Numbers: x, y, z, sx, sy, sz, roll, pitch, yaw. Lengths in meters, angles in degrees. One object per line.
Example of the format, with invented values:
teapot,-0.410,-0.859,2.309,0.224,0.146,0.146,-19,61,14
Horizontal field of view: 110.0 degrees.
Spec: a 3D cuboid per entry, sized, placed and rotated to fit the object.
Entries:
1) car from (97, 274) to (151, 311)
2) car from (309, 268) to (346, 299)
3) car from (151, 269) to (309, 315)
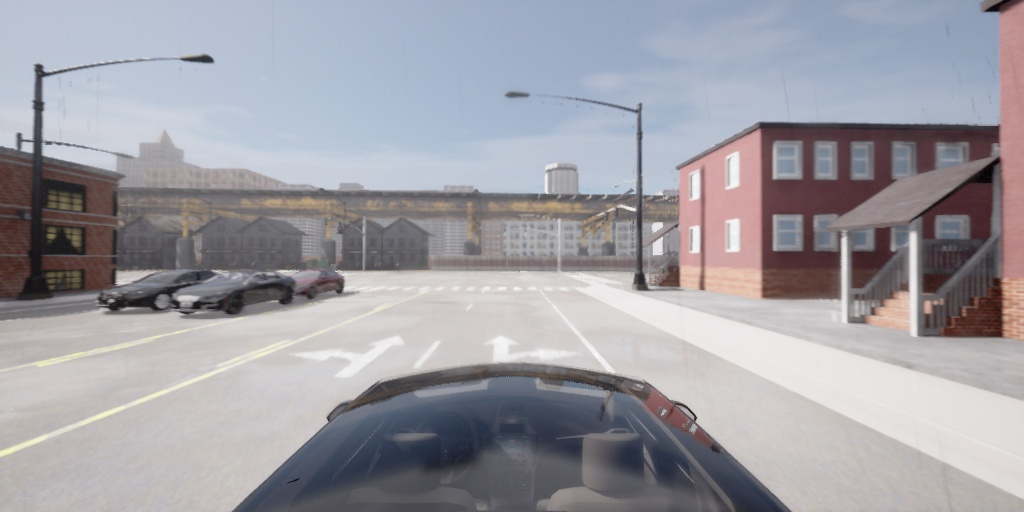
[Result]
car,-13.990,1.337,14.945,1.837,1.490,4.892,0,0,0
car,-10.516,1.403,18.979,1.812,1.442,4.674,0,0,1
car,-10.505,1.314,14.027,2.128,1.511,4.902,0,0,0
